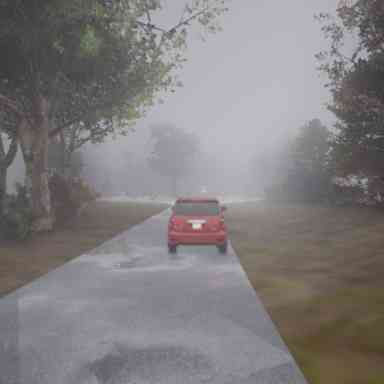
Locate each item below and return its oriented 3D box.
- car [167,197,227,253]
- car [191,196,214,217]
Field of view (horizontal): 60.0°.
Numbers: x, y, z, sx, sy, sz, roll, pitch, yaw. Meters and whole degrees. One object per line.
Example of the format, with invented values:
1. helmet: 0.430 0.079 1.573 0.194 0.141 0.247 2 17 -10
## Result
1. car: 0.265 1.196 13.879 2.150 2.045 5.566 0 1 2
2. car: 1.000 1.214 29.294 1.882 1.535 5.008 0 1 3
